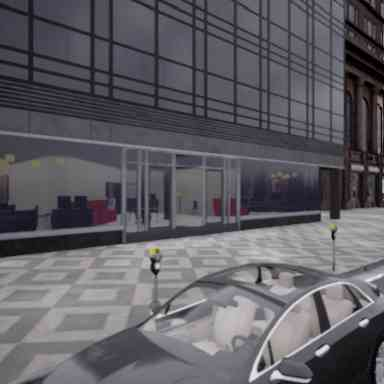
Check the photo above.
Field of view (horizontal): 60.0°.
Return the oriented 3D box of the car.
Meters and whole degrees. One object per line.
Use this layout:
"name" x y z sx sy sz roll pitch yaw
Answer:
"car" 0.653 1.550 3.503 4.403 1.369 2.008 0 0 -41
